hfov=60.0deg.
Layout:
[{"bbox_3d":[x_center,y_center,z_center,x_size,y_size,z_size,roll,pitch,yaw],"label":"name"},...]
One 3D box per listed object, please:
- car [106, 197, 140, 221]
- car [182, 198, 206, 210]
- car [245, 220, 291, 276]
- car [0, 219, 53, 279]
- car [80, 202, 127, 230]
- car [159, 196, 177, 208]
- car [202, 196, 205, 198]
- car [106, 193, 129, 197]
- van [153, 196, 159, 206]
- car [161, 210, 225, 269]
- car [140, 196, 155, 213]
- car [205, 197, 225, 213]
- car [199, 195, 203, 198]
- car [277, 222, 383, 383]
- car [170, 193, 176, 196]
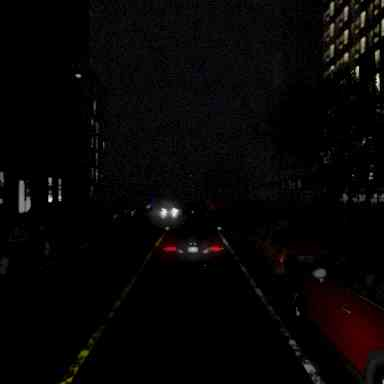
[{"bbox_3d":[-5.678,1.441,26.576,1.967,1.590,4.097,0,0,0],"label":"car"},{"bbox_3d":[0.084,1.526,30.902,1.812,1.442,4.674,0,0,0],"label":"car"},{"bbox_3d":[2.697,1.526,10.125,1.752,1.417,4.829,0,0,0],"label":"car"},{"bbox_3d":[-5.683,1.551,9.958,2.008,1.369,4.403,0,0,0],"label":"car"},{"bbox_3d":[-5.680,1.546,21.036,1.887,1.381,4.507,0,0,0],"label":"car"},{"bbox_3d":[-3.079,1.602,46.632,1.895,1.301,4.718,0,0,0],"label":"car"},{"bbox_3d":[2.708,1.441,43.191,1.967,1.590,4.097,0,0,0],"label":"car"},{"bbox_3d":[-17.126,1.102,72.919,5.009,1.841,2.192,1,-1,-1],"label":"car"},{"bbox_3d":[-5.672,1.343,43.193,1.690,1.788,3.998,0,0,0],"label":"van"},{"bbox_3d":[0.046,1.548,11.158,2.033,1.411,5.357,0,0,0],"label":"car"},{"bbox_3d":[-5.675,1.527,37.484,1.752,1.417,4.829,0,0,0],"label":"car"},{"bbox_3d":[2.705,1.546,37.652,1.887,1.381,4.507,0,0,0],"label":"car"},{"bbox_3d":[2.712,1.568,59.809,1.947,1.339,4.313,0,0,0],"label":"car"},{"bbox_3d":[2.696,1.440,4.417,1.967,1.590,4.097,0,0,0],"label":"car"},{"bbox_3d":[-5.658,1.585,92.287,1.802,1.307,4.206,0,0,0],"label":"car"}]
